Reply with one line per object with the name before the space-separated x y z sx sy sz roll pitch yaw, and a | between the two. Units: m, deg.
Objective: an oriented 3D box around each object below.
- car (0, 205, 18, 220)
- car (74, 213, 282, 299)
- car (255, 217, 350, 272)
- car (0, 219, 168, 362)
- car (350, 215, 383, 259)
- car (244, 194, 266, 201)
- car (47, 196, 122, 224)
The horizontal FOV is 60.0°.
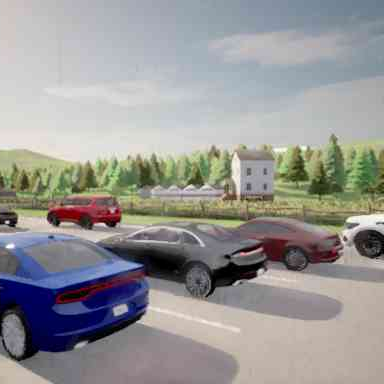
car | -13.158 1.553 21.484 4.892 1.490 1.837 1 0 35
car | -0.513 1.504 8.530 4.902 1.511 2.128 0 0 35
car | 2.347 1.538 10.810 4.674 1.442 1.812 0 0 35
car | -3.023 1.490 6.008 5.008 1.535 1.882 0 0 35
car | 8.066 1.228 11.122 5.566 2.045 2.150 0 0 35
car | 13.695 1.296 72.847 4.605 1.855 1.932 0 0 35
car | -6.980 1.260 21.482 5.566 2.045 2.150 0 0 34
